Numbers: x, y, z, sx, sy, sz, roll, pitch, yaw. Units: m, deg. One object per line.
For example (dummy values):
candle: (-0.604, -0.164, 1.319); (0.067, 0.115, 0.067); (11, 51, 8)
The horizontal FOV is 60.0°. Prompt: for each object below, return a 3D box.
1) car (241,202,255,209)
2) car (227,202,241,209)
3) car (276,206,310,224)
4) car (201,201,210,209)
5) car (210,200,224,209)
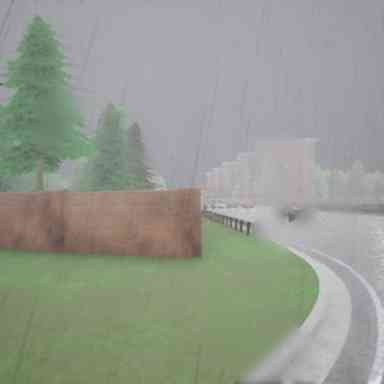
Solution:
car: (12.462, 2.942, 73.858); (1.994, 1.385, 4.181); (0, -1, -5)
car: (8.952, 2.947, 73.783); (1.812, 1.442, 4.674); (0, -1, -5)
car: (9.189, 2.044, 30.558); (1.837, 1.490, 4.892); (0, -1, -4)
car: (2.109, 2.974, 71.750); (1.812, 1.442, 4.674); (0, -1, -5)
car: (5.524, 2.663, 72.815); (2.150, 2.045, 5.566); (0, -1, -5)
